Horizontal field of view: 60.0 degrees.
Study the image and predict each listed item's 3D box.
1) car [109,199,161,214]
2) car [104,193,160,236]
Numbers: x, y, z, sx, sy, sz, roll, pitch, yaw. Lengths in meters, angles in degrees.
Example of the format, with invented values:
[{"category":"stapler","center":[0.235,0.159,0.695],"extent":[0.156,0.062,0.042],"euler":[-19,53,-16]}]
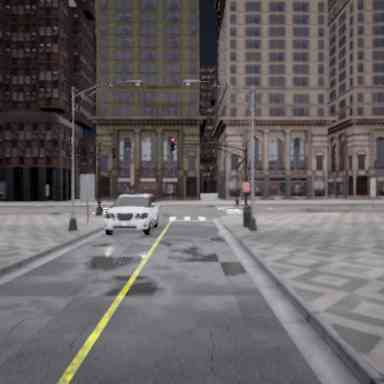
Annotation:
[{"category":"car","center":[-5.526,1.405,32.528],"extent":[4.718,1.301,1.895],"euler":[0,0,0]},{"category":"car","center":[-3.052,1.097,17.894],"extent":[2.150,2.045,5.566],"euler":[0,0,0]}]
